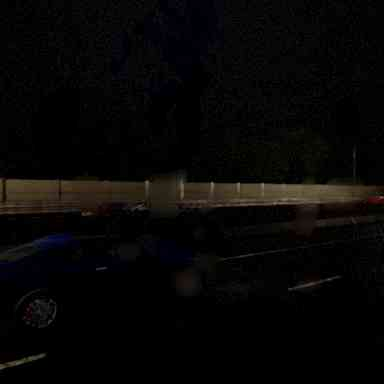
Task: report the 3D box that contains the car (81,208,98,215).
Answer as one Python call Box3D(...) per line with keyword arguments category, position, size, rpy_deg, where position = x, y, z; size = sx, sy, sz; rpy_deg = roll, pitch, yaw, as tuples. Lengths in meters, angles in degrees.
Box3D(category="car", position=(-6.089, 1.511, 25.446), size=(4.674, 1.442, 1.812), rpy_deg=(0, 0, -35))

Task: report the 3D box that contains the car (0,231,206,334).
Box3D(category="car", position=(-1.869, 1.522, 6.713), size=(4.674, 1.442, 1.812), rpy_deg=(0, 0, -36))

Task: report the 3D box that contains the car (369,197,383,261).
Box3D(category="car", position=(7.335, 1.208, 8.980), size=(5.566, 2.045, 2.150), rpy_deg=(0, 0, -35))

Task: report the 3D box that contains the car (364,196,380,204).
Box3D(category="car", position=(27.386, 1.411, 49.288), size=(5.008, 1.535, 1.882), rpy_deg=(0, 0, -35))

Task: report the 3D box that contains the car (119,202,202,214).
Box3D(category="car", position=(-1.515, 1.477, 20.112), size=(4.902, 1.511, 2.128), rpy_deg=(0, 0, -35))

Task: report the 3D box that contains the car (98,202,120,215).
Box3D(category="car", position=(-3.572, 1.477, 22.942), size=(4.902, 1.511, 2.128), rpy_deg=(0, 0, -36))
